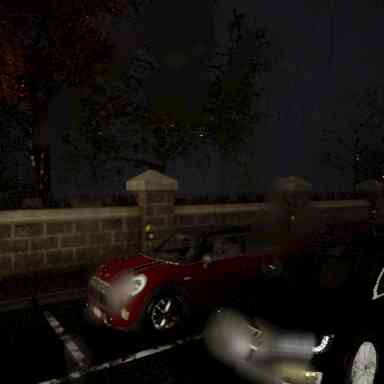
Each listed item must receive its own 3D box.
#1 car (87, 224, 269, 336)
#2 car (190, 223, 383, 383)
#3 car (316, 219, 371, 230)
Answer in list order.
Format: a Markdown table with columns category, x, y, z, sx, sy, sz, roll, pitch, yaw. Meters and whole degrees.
| category | x | y | z | sx | sy | sz | roll | pitch | yaw |
| --- | --- | --- | --- | --- | --- | --- | --- | --- | --- |
| car | 0.071 | 1.437 | 6.613 | 4.097 | 1.590 | 1.967 | 0 | 0 | -35 |
| car | 2.540 | 1.501 | 5.173 | 4.892 | 1.490 | 1.837 | 0 | 0 | -35 |
| car | 4.580 | 1.538 | 9.825 | 4.507 | 1.381 | 1.887 | 0 | 0 | -35 |
